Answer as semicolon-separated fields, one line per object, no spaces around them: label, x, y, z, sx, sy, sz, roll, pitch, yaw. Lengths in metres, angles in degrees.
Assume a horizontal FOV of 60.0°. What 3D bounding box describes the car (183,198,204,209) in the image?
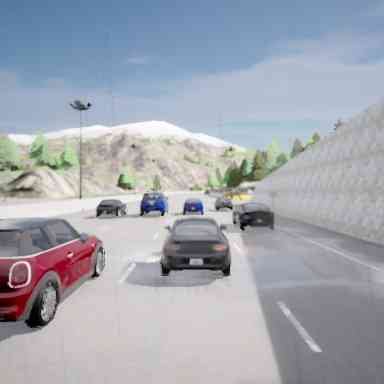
car;0.114;1.290;32.208;1.882;1.535;5.008;0;0;0

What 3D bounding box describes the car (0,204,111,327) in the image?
car;-3.397;1.310;7.117;2.097;1.767;4.553;0;0;0

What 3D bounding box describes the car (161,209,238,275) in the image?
car;0.104;1.466;10.135;1.812;1.442;4.674;0;0;0

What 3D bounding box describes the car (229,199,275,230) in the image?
car;3.609;1.360;20.203;1.882;1.535;5.008;0;1;0

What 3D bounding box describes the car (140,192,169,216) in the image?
car;-3.387;1.044;30.473;2.150;2.045;5.566;0;0;0

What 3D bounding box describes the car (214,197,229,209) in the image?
car;3.621;1.323;38.540;2.033;1.411;5.357;0;0;0

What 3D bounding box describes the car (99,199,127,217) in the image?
car;-6.888;1.337;28.772;1.837;1.490;4.892;0;0;0
